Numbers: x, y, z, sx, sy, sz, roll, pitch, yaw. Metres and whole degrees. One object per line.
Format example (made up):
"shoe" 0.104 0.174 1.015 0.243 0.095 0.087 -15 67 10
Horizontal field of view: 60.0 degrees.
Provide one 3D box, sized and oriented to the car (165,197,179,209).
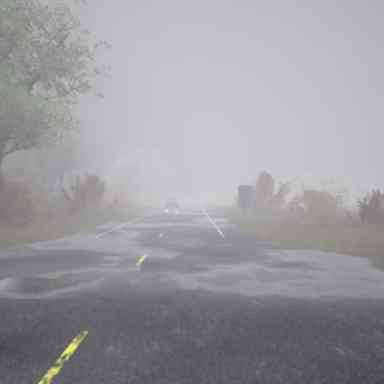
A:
"car" -3.507 1.890 59.691 2.150 2.045 5.566 0 -1 0
